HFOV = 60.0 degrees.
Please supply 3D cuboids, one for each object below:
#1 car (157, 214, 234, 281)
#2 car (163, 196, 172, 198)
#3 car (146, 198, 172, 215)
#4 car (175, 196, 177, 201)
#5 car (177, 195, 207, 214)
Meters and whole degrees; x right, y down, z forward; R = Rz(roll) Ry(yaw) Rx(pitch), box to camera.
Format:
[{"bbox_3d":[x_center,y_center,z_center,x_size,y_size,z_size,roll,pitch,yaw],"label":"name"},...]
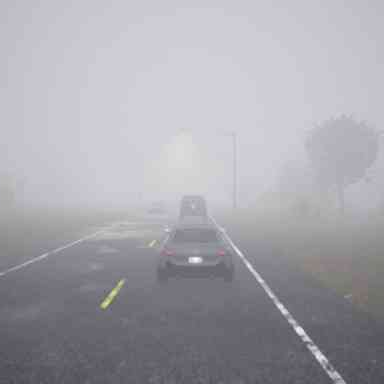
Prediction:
[{"bbox_3d":[0.088,1.583,9.907,1.994,1.385,4.181,0,0,0],"label":"car"},{"bbox_3d":[-5.615,1.576,75.457,1.837,1.490,4.892,0,0,-7],"label":"car"},{"bbox_3d":[-3.586,1.616,34.972,2.033,1.411,5.357,0,0,0],"label":"car"},{"bbox_3d":[-3.425,1.550,88.800,1.882,1.535,5.008,0,0,0],"label":"car"},{"bbox_3d":[0.104,1.274,27.829,2.150,2.045,5.566,0,0,0],"label":"car"}]
